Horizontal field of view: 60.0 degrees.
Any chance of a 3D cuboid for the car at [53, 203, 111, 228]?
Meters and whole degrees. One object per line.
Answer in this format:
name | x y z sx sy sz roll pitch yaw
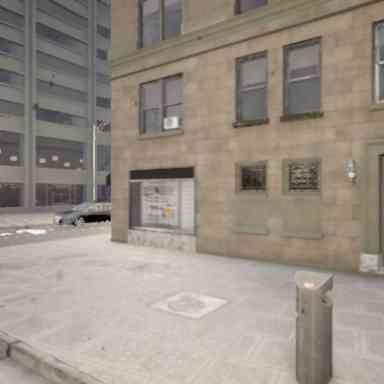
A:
car | -6.715 1.476 22.051 2.128 1.511 4.902 0 0 36
